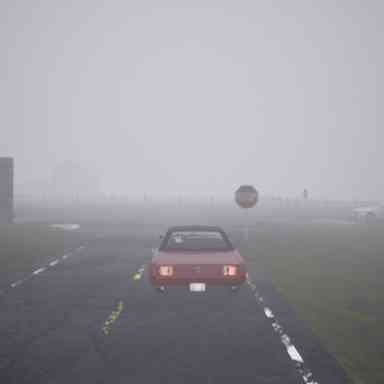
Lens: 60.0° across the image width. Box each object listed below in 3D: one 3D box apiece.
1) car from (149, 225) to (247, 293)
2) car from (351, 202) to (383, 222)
[{"bbox_3d":[0.076,1.489,8.539,1.895,1.301,4.718,0,1,-1],"label":"car"},{"bbox_3d":[14.194,1.429,24.426,4.674,1.442,1.812,1,0,0],"label":"car"}]
